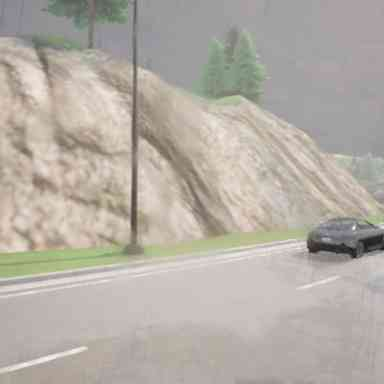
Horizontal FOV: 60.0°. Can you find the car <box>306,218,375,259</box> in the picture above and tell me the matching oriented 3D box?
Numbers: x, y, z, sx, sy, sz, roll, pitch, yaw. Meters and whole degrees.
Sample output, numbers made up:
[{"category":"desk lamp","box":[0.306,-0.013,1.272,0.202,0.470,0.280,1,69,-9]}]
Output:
[{"category":"car","box":[6.442,1.742,13.574,4.181,1.385,1.994,1,-1,-42]}]

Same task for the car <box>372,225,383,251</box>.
[{"category":"car","box":[7.113,1.663,9.480,4.674,1.442,1.812,1,-1,-41]}]
